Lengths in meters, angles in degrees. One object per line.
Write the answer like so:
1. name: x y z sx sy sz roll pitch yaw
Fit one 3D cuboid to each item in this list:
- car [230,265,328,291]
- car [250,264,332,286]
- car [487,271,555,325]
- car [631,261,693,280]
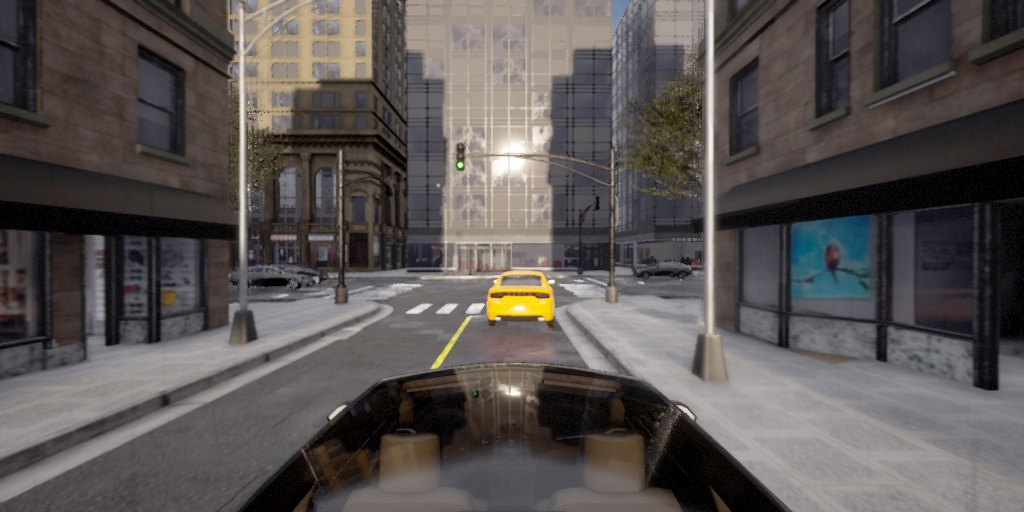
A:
1. car: -14.395 1.308 21.964 4.902 1.511 2.128 0 0 -1
2. car: -15.596 1.333 25.449 4.674 1.442 1.812 0 0 0
3. car: 0.375 1.213 11.786 1.882 1.535 5.008 0 0 4
4. car: 11.966 1.104 28.807 4.674 1.442 1.812 0 0 1
